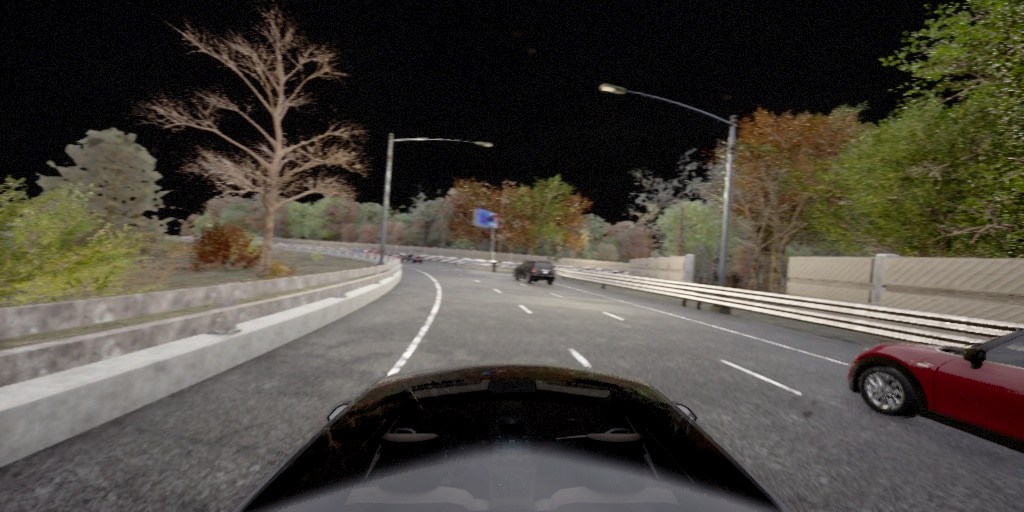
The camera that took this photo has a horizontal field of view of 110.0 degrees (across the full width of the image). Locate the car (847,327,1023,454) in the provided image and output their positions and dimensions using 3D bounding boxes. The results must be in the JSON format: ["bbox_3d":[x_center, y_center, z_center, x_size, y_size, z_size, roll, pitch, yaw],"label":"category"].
[{"bbox_3d":[6.889,1.646,4.220,2.097,1.767,4.553,4,0,-4],"label":"car"}]

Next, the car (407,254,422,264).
[{"bbox_3d":[-16.865,0.480,61.282,1.837,1.490,4.892,5,-1,-36],"label":"car"}]

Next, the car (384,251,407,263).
[{"bbox_3d":[-19.270,0.295,58.607,1.812,1.442,4.674,5,-1,-36],"label":"car"}]

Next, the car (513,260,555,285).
[{"bbox_3d":[1.864,1.384,31.422,2.150,2.045,5.566,5,-1,-18],"label":"car"}]
